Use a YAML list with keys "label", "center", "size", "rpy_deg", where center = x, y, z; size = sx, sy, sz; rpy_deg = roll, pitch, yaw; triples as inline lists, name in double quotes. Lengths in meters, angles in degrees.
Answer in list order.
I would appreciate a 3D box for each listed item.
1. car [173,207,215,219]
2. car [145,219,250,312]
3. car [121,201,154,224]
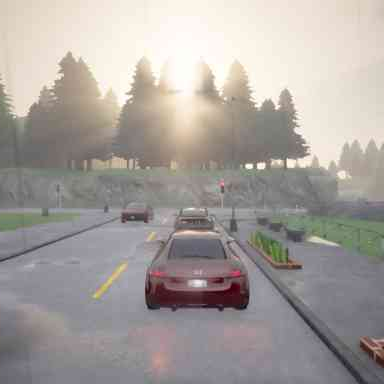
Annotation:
- label: "car"
  center: [0.091, 1.505, 16.721]
  size: [1.837, 1.490, 4.892]
  rpy_deg: [0, 0, 0]
- label: "car"
  center: [0.096, 1.564, 7.809]
  size: [1.994, 1.385, 4.181]
  rpy_deg: [0, 0, 0]
- label: "car"
  center: [-4.022, 1.478, 25.028]
  size: [1.882, 1.535, 5.008]
  rpy_deg: [0, 0, 0]
